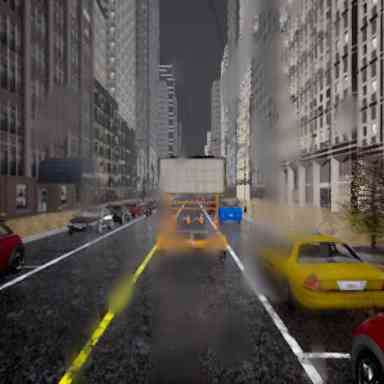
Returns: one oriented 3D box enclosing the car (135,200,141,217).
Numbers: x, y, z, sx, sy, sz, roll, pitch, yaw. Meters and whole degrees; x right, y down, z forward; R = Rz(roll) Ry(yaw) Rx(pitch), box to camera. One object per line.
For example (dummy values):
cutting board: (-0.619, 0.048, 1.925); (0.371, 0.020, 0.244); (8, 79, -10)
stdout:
car: (-5.695, 1.596, 30.464); (1.887, 1.381, 4.507); (-1, 0, 0)

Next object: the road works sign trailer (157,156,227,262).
road works sign trailer: (0.002, 0.485, 12.130); (2.380, 3.560, 2.880); (0, 0, 0)

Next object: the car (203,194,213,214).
car: (2.683, 1.376, 36.148); (2.192, 1.841, 5.009); (-1, 0, 0)

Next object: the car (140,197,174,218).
car: (-3.096, 1.543, 30.616); (2.128, 1.511, 4.902); (0, 0, 0)

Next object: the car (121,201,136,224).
car: (-5.696, 1.608, 24.781); (1.947, 1.339, 4.313); (-1, 0, 0)

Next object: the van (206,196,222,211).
van: (2.684, 1.412, 41.831); (1.690, 1.788, 3.998); (-1, 0, 0)

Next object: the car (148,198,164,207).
car: (-5.693, 1.640, 53.199); (2.008, 1.369, 4.403); (-1, 0, 0)

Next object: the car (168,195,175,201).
car: (-5.690, 1.678, 92.814); (1.752, 1.417, 4.829); (-1, 0, 0)

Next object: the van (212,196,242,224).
van: (2.683, 1.383, 24.780); (1.690, 1.788, 3.998); (-1, 0, 0)

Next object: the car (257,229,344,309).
car: (2.683, 1.539, 7.899); (1.752, 1.417, 4.829); (-1, 0, 0)

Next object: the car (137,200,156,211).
car: (-5.694, 1.652, 41.831); (1.802, 1.307, 4.206); (-1, 0, 0)

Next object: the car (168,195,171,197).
car: (-5.692, 1.659, 64.566); (2.008, 1.369, 4.403); (-1, 0, 0)

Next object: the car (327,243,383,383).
car: (2.682, 1.444, 2.046); (1.967, 1.590, 4.097); (-1, 0, 0)

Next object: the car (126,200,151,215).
car: (-5.695, 1.612, 36.148); (2.008, 1.369, 4.403); (-1, 0, 0)

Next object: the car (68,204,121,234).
car: (-5.696, 1.583, 19.097); (2.008, 1.369, 4.403); (-1, 0, 0)

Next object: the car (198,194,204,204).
car: (2.688, 1.659, 64.565); (2.008, 1.369, 4.403); (-1, 0, 0)

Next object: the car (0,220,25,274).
car: (-5.698, 1.453, 7.730); (1.967, 1.590, 4.097); (-1, 0, 0)

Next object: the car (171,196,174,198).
car: (-5.691, 1.708, 75.933); (1.802, 1.307, 4.206); (-1, 0, 0)

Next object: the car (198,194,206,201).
car: (2.688, 1.469, 92.985); (2.192, 1.841, 5.009); (-1, 0, 0)
